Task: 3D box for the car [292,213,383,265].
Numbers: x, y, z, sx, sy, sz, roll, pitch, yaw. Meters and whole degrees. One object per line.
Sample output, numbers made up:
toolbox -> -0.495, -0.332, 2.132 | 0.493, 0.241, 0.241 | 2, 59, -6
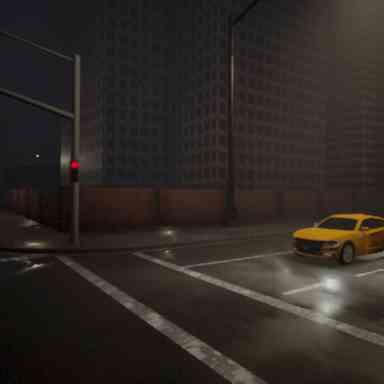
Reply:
car -> 5.781, 1.566, 12.228 | 5.008, 1.535, 1.882 | 1, 0, -34
